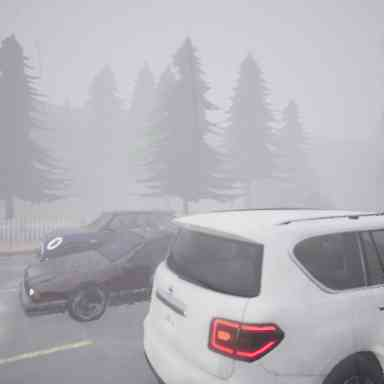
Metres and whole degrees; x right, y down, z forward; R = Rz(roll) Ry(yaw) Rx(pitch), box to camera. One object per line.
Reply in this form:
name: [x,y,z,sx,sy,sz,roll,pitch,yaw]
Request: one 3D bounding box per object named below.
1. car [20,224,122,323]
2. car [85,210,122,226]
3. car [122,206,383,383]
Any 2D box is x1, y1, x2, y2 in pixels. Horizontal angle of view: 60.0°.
car: [-0.724,1.541,7.236,5.357,1.411,2.033,0,0,-28]
car: [-2.291,1.337,10.219,4.553,1.767,2.097,0,0,-28]
car: [2.165,1.236,4.317,5.566,2.045,2.150,0,0,-28]
